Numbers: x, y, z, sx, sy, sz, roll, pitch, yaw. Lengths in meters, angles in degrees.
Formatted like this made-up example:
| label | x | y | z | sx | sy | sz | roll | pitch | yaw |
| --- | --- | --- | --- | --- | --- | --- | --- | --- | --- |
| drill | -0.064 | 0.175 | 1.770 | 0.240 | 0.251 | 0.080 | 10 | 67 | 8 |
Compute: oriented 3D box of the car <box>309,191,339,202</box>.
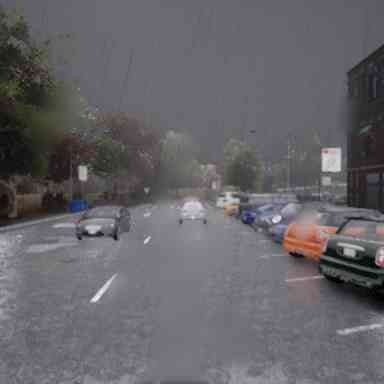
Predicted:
| label | x | y | z | sx | sy | sz | roll | pitch | yaw |
| --- | --- | --- | --- | --- | --- | --- | --- | --- | --- |
| car | 26.904 | 0.913 | 68.018 | 2.435 | 2.045 | 5.566 | 1 | -1 | -22 |

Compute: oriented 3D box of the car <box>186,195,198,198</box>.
| label | x | y | z | sx | sy | sz | roll | pitch | yaw |
| --- | --- | --- | --- | --- | --- | --- | --- | --- | --- |
| car | -0.060 | 1.140 | 41.437 | 2.097 | 1.767 | 4.553 | 0 | 0 | -1 |

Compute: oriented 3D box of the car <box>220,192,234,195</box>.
| label | x | y | z | sx | sy | sz | roll | pitch | yaw |
| --- | --- | --- | --- | --- | --- | --- | --- | --- | --- |
| car | 5.327 | 1.054 | 34.801 | 5.566 | 2.045 | 2.435 | 1 | 0 | -20 |

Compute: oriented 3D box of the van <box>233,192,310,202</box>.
| label | x | y | z | sx | sy | sz | roll | pitch | yaw |
| --- | --- | --- | --- | --- | --- | --- | --- | --- | --- |
| van | 5.452 | 1.139 | 22.810 | 4.442 | 1.987 | 1.878 | 1 | 0 | -20 |

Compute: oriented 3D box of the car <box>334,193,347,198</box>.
| label | x | y | z | sx | sy | sz | roll | pitch | yaw |
| --- | --- | --- | --- | --- | --- | --- | --- | --- | --- |
| car | 21.174 | 1.268 | 50.943 | 2.163 | 1.488 | 4.792 | -1 | 1 | -22 |

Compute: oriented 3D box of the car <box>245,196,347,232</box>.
| label | x | y | z | sx | sy | sz | roll | pitch | yaw |
| --- | --- | --- | --- | --- | --- | --- | --- | --- | --- |
| car | 5.382 | 1.267 | 16.761 | 4.553 | 1.767 | 2.185 | 1 | 1 | -20 |

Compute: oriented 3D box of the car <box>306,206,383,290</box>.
| label | x | y | z | sx | sy | sz | roll | pitch | yaw |
| --- | --- | --- | --- | --- | --- | --- | --- | --- | --- |
| car | 5.316 | 1.313 | 7.743 | 4.553 | 1.767 | 2.185 | 1 | 0 | -20 |

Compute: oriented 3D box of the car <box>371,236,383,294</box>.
| label | x | y | z | sx | sy | sz | roll | pitch | yaw |
| --- | --- | --- | --- | --- | --- | --- | --- | --- | --- |
| car | 5.320 | 1.486 | 4.730 | 4.792 | 1.488 | 2.163 | 1 | 1 | -20 |

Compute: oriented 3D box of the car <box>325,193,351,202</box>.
| label | x | y | z | sx | sy | sz | roll | pitch | yaw |
| --- | --- | --- | --- | --- | --- | --- | --- | --- | --- |
| car | 29.900 | 1.041 | 68.154 | 2.185 | 1.767 | 4.553 | 1 | -1 | -22 |

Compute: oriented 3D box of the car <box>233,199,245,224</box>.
| label | x | y | z | sx | sy | sz | roll | pitch | yaw |
| --- | --- | --- | --- | --- | --- | --- | --- | --- | --- |
| car | 5.337 | 1.377 | 19.765 | 5.008 | 1.535 | 2.097 | 1 | 0 | -20 |

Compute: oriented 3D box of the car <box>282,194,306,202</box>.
| label | x | y | z | sx | sy | sz | roll | pitch | yaw |
| --- | --- | --- | --- | --- | --- | --- | --- | --- | --- |
| car | 20.821 | 1.192 | 67.888 | 2.163 | 1.488 | 4.792 | 0 | 0 | -21 |

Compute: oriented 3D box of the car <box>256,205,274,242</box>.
| label | x | y | z | sx | sy | sz | roll | pitch | yaw |
| --- | --- | --- | --- | --- | --- | --- | --- | --- | --- |
| car | 5.350 | 1.447 | 13.754 | 4.674 | 1.452 | 2.002 | 1 | 1 | -20 |

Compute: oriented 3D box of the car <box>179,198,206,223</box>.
| label | x | y | z | sx | sy | sz | roll | pitch | yaw |
| --- | --- | --- | --- | --- | --- | --- | --- | --- | --- |
| car | 0.060 | 1.398 | 23.833 | 1.812 | 1.442 | 4.674 | 0 | 0 | 0 |

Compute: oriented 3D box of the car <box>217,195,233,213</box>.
| label | x | y | z | sx | sy | sz | roll | pitch | yaw |
| --- | --- | --- | --- | --- | --- | --- | --- | --- | --- |
| car | 5.151 | 1.329 | 28.709 | 5.366 | 1.575 | 1.946 | 1 | 1 | -20 |

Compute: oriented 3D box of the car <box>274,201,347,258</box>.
| label | x | y | z | sx | sy | sz | roll | pitch | yaw |
| --- | --- | --- | --- | --- | --- | --- | --- | --- | --- |
| car | 5.317 | 1.297 | 10.744 | 4.553 | 1.767 | 2.185 | 1 | 0 | -20 |

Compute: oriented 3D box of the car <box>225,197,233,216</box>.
| label | x | y | z | sx | sy | sz | roll | pitch | yaw |
| --- | --- | --- | --- | --- | --- | --- | --- | --- | --- |
| car | 5.339 | 1.389 | 25.768 | 4.674 | 1.452 | 2.002 | 1 | 1 | -20 |

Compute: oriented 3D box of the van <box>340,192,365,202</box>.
| label | x | y | z | sx | sy | sz | roll | pitch | yaw |
| --- | --- | --- | --- | --- | --- | --- | --- | --- | --- |
| van | 32.880 | 0.942 | 68.311 | 1.878 | 1.987 | 4.442 | 0 | 0 | -22 |

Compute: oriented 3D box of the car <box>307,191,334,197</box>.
| label | x | y | z | sx | sy | sz | roll | pitch | yaw |
| --- | --- | --- | --- | --- | --- | --- | --- | --- | --- |
| car | 18.259 | 0.987 | 50.821 | 2.435 | 2.045 | 5.566 | 0 | 1 | -21 |

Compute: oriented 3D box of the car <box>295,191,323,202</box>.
| label | x | y | z | sx | sy | sz | roll | pitch | yaw |
| --- | --- | --- | --- | --- | --- | --- | --- | --- | --- |
| car | 23.844 | 0.912 | 67.975 | 2.435 | 2.045 | 5.566 | 0 | 0 | -22 |

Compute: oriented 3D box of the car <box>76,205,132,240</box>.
| label | x | y | z | sx | sy | sz | roll | pitch | yaw |
| --- | --- | --- | --- | --- | --- | --- | --- | --- | --- |
| car | -4.155 | 1.400 | 16.328 | 2.128 | 1.511 | 4.902 | 0 | 0 | 0 |
